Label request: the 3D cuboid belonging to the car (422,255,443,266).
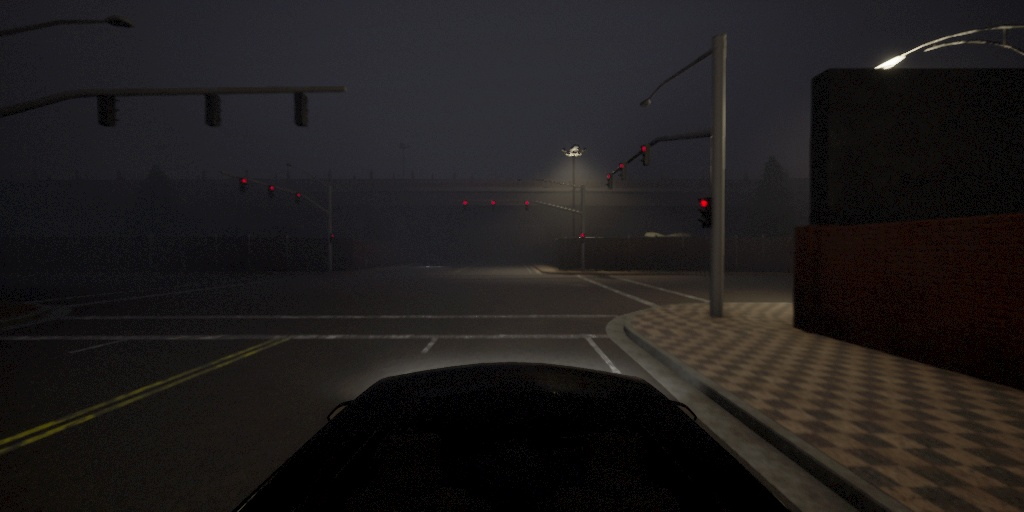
[{"bbox_3d":[-10.507,0.603,47.849,2.033,1.411,5.357,0,1,0],"label":"car"}]
